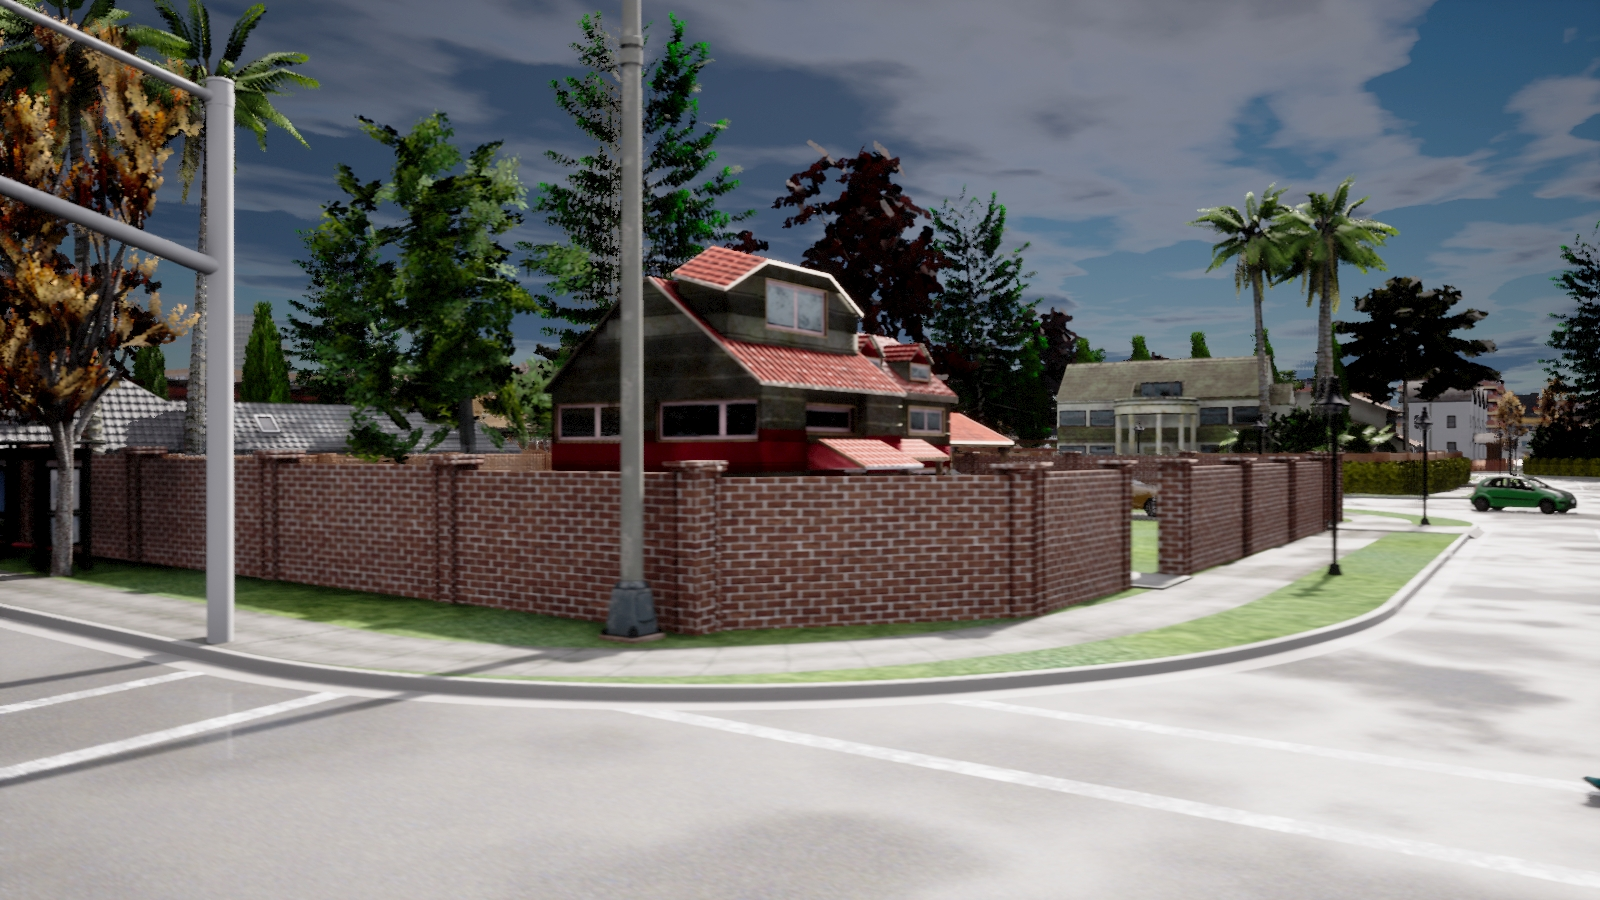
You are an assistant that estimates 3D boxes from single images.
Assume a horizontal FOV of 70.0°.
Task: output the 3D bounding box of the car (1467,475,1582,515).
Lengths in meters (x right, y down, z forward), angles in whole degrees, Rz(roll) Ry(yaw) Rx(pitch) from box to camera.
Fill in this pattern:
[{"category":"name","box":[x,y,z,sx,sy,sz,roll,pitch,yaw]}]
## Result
[{"category":"car","box":[32.573,1.987,51.456,1.851,1.617,3.988,0,0,-35]}]
